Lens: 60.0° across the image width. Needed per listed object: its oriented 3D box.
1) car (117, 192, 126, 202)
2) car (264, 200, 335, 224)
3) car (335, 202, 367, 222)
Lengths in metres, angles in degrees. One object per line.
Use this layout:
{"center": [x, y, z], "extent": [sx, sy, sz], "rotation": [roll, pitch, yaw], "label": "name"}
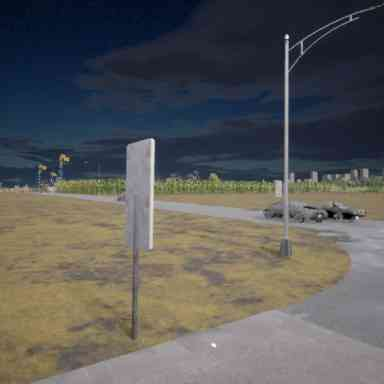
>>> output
{"center": [-8.193, 0.631, 43.478], "extent": [1.994, 1.385, 4.181], "rotation": [1, 0, -35], "label": "car"}
{"center": [6.704, 1.228, 21.810], "extent": [1.994, 1.385, 4.181], "rotation": [2, 0, -31], "label": "car"}
{"center": [9.571, 1.342, 23.586], "extent": [1.895, 1.301, 4.718], "rotation": [1, 1, -37], "label": "car"}
